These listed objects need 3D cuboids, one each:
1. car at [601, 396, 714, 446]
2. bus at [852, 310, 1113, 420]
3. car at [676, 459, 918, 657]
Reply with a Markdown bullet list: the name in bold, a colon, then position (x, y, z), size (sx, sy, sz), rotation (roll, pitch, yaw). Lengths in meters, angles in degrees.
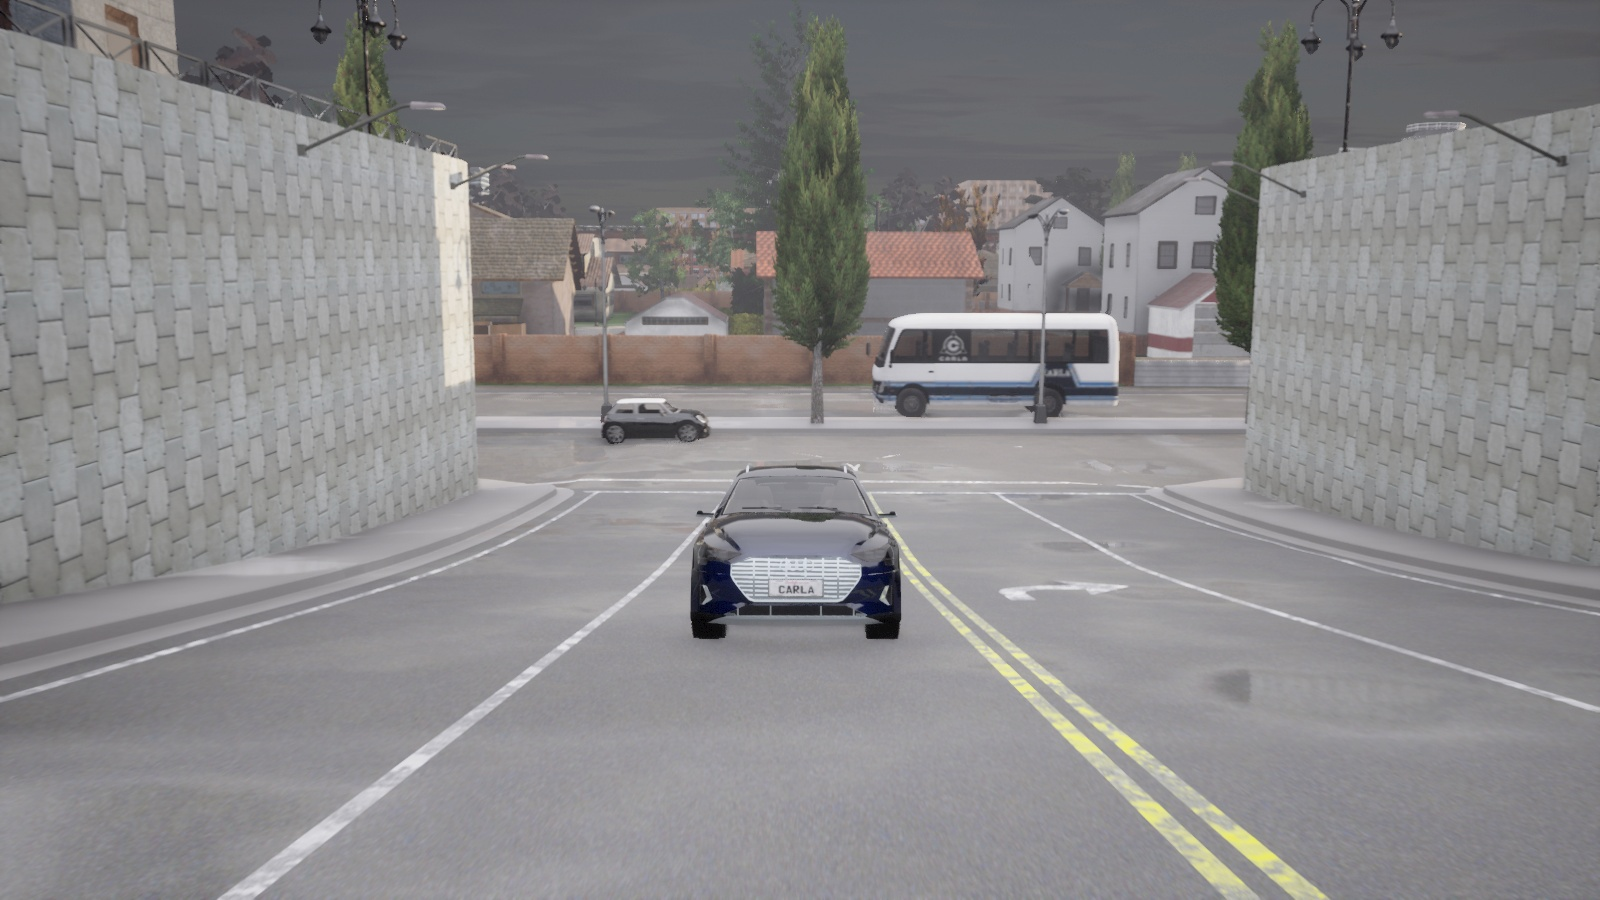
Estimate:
- **car**: position (-5.037, -1.067, 44.828), size (3.806, 1.475, 1.970), rotation (-1, 8, -1)
- **bus**: position (7.467, -3.660, 52.823), size (10.273, 4.253, 3.944), rotation (0, 9, -1)
- **car**: position (-0.032, 0.951, 12.974), size (2.033, 1.649, 4.856), rotation (0, -1, 0)
